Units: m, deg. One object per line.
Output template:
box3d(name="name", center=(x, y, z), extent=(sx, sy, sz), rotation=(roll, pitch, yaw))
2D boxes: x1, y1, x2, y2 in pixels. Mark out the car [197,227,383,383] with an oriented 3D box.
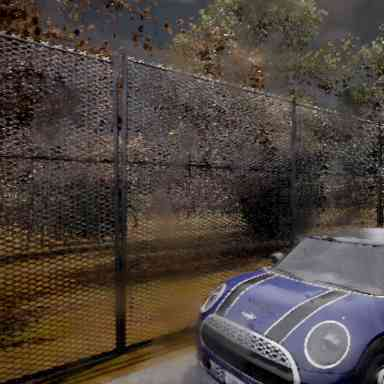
box3d(name="car", center=(2.268, 1.353, 4.686), extent=(4.553, 1.767, 2.097), rotation=(0, 0, -35))
